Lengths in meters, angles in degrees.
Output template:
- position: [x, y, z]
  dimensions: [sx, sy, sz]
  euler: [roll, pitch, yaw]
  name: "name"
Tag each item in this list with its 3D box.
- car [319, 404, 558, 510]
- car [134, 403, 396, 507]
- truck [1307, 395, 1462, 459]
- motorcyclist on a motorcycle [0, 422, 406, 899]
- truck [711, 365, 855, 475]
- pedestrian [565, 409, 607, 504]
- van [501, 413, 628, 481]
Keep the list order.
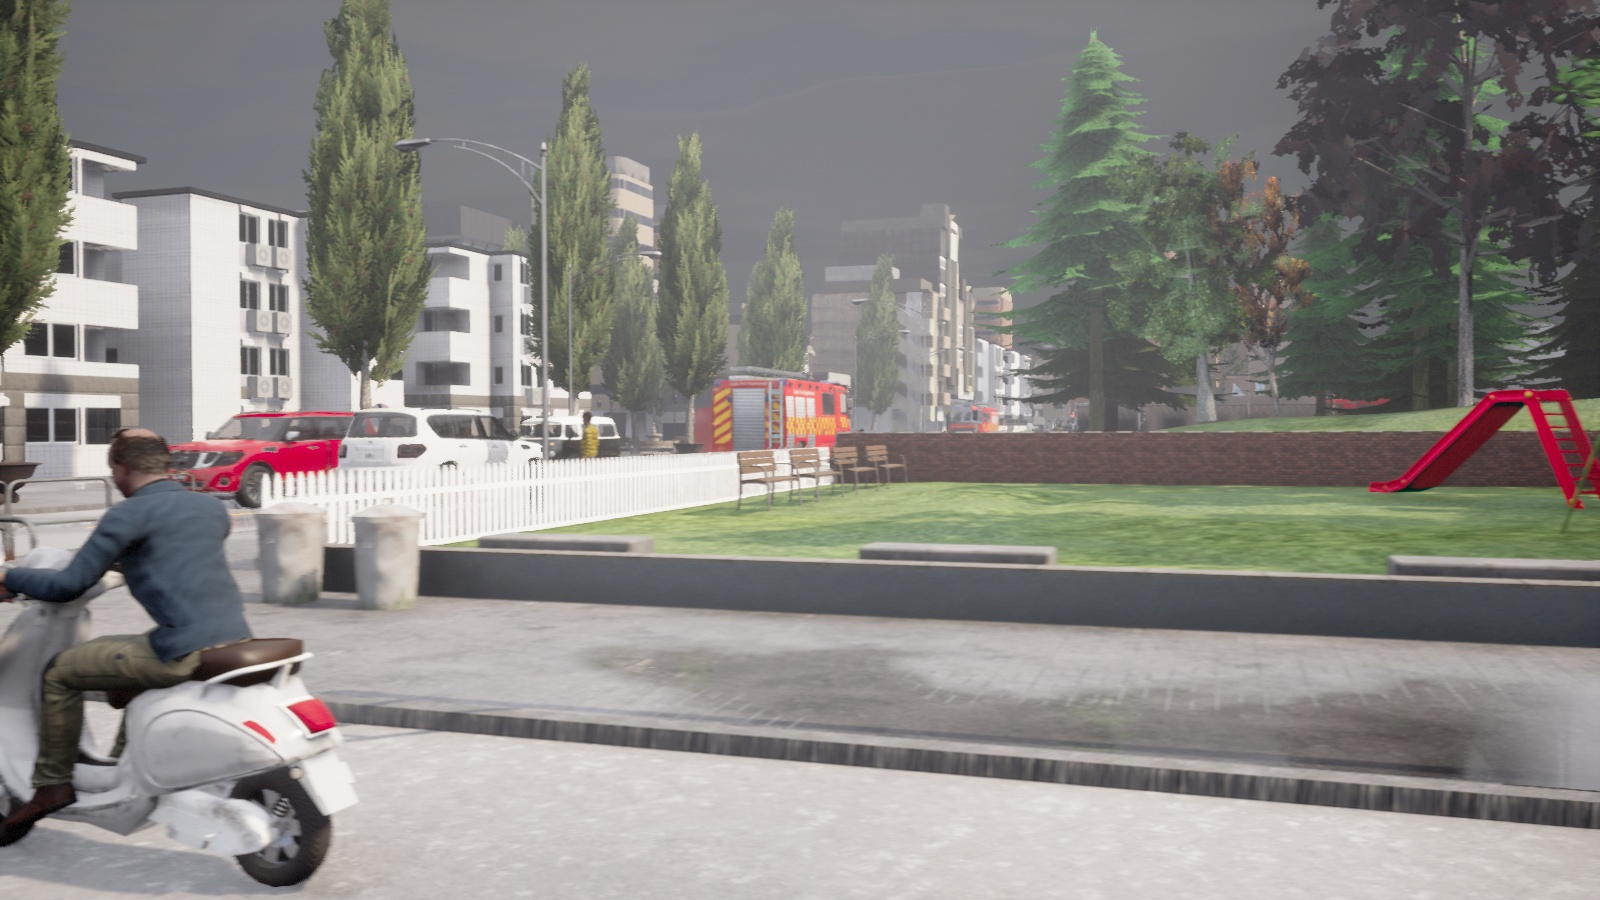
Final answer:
- position: [-7.576, 0.083, 27.100]
  dimensions: [2.150, 2.045, 5.566]
  euler: [1, 1, 19]
  name: "car"
- position: [-11.577, 0.058, 27.736]
  dimensions: [2.150, 2.045, 5.566]
  euler: [1, 1, 19]
  name: "car"
- position: [36.236, -1.454, 78.246]
  dimensions: [8.468, 3.827, 2.891]
  euler: [1, 1, 18]
  name: "truck"
- position: [-2.462, 0.698, 4.540]
  dimensions: [1.817, 1.590, 0.866]
  euler: [1, 1, 18]
  name: "motorcyclist on a motorcycle"
- position: [-0.454, -1.111, 48.217]
  dimensions: [2.891, 3.827, 8.468]
  euler: [1, 1, 19]
  name: "truck"
- position: [-4.232, 0.123, 24.853]
  dimensions: [0.709, 1.840, 0.431]
  euler: [0, 1, 16]
  name: "pedestrian"
- position: [-7.422, -0.119, 40.080]
  dimensions: [2.069, 2.038, 4.480]
  euler: [1, 1, 19]
  name: "van"
